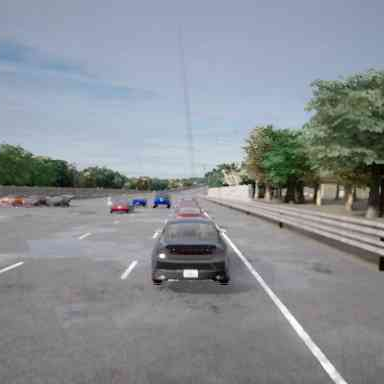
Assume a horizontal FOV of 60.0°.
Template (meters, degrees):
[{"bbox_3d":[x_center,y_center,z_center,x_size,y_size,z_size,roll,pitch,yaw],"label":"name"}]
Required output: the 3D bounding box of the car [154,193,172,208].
[{"bbox_3d":[-4.076,1.151,46.281,2.150,2.045,5.566,0,0,-1],"label":"car"}]

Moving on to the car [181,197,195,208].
[{"bbox_3d":[-0.609,1.466,47.491,1.812,1.442,4.674,0,0,-2],"label":"car"}]

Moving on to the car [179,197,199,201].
[{"bbox_3d":[-0.244,1.456,27.108,1.837,1.490,4.892,0,0,-1],"label":"car"}]

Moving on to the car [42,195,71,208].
[{"bbox_3d":[-18.242,1.350,45.598,1.882,1.535,5.008,0,0,-2],"label":"car"}]

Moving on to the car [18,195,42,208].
[{"bbox_3d":[-21.757,1.210,46.308,2.097,1.767,4.553,0,0,-1],"label":"car"}]

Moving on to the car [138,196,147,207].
[{"bbox_3d":[-7.648,1.391,48.770,1.882,1.535,5.008,0,-1,-2],"label":"car"}]

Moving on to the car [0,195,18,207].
[{"bbox_3d":[-25.244,1.173,46.992,2.097,1.767,4.553,3,-1,-1],"label":"car"}]

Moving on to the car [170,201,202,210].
[{"bbox_3d":[-0.137,1.482,19.845,1.812,1.442,4.674,0,0,-1],"label":"car"}]

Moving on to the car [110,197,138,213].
[{"bbox_3d":[-7.307,1.483,35.267,1.994,1.385,4.181,0,0,-1],"label":"car"}]

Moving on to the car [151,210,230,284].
[{"bbox_3d":[-0.039,1.476,9.446,1.837,1.490,4.892,0,0,0],"label":"car"}]

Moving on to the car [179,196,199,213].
[{"bbox_3d":[-0.337,1.298,36.746,2.097,1.767,4.553,0,0,-1],"label":"car"}]
